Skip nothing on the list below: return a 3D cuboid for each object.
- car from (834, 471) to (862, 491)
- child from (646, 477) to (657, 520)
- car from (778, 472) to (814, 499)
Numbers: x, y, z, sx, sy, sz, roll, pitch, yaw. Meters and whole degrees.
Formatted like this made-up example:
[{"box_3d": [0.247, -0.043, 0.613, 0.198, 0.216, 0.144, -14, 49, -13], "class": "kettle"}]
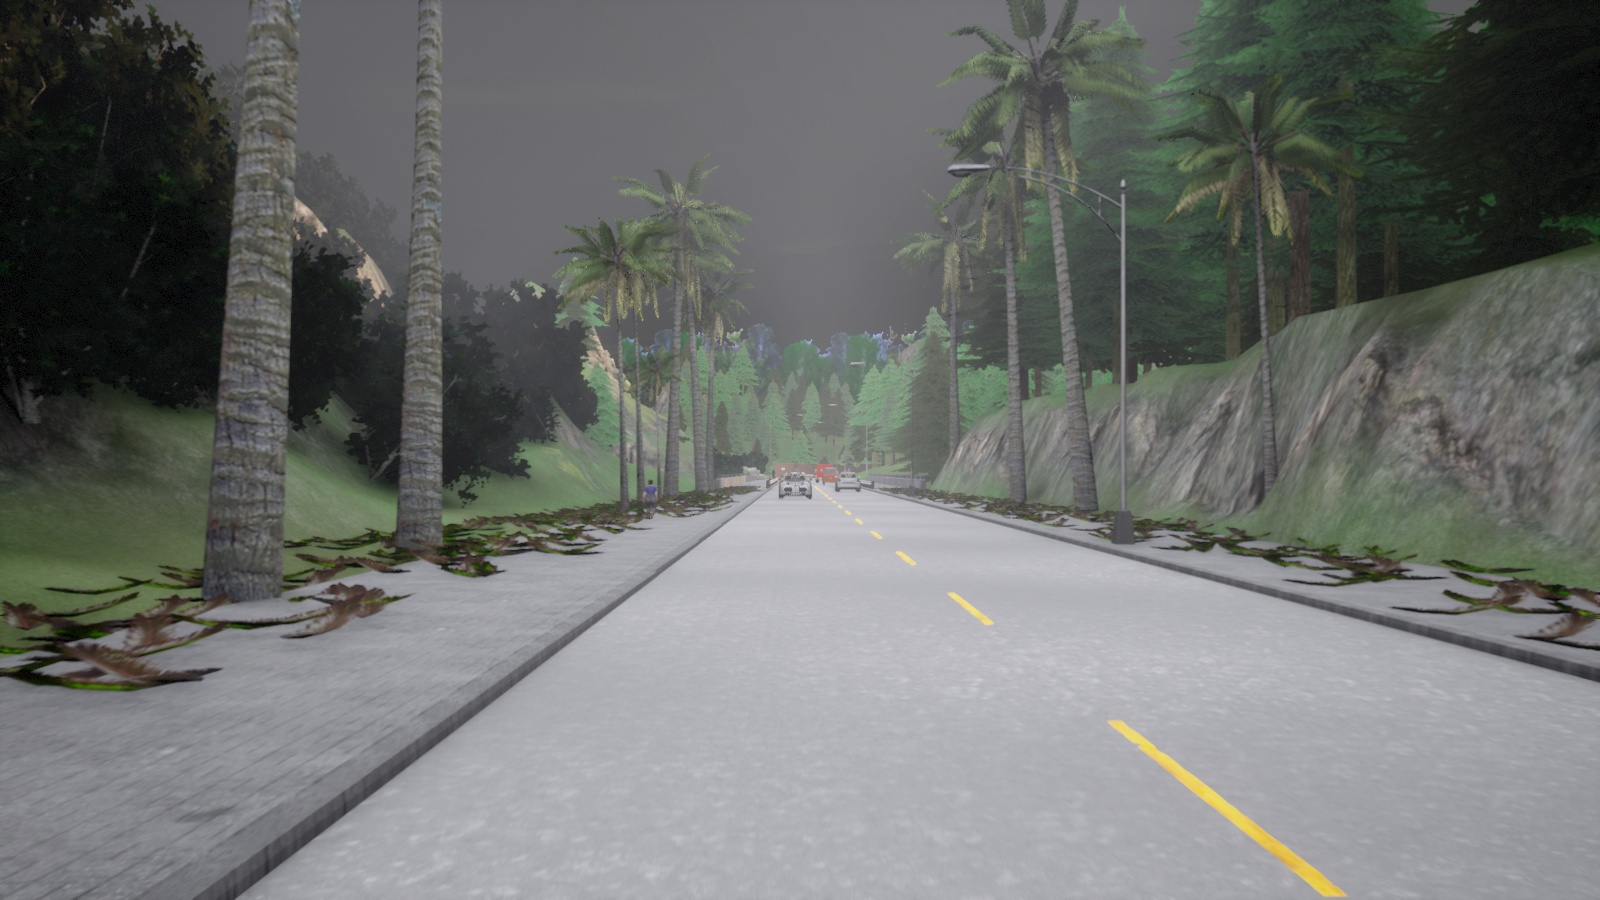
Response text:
[{"box_3d": [3.653, 2.372, 95.944, 1.970, 1.475, 3.806, 0, -1, 0], "class": "car"}, {"box_3d": [-4.439, 1.441, 37.446, 0.270, 1.263, 0.437, 0, -1, 0], "class": "child"}, {"box_3d": [-0.243, 1.962, 70.540, 1.970, 1.475, 3.806, 0, -1, 0], "class": "car"}]
